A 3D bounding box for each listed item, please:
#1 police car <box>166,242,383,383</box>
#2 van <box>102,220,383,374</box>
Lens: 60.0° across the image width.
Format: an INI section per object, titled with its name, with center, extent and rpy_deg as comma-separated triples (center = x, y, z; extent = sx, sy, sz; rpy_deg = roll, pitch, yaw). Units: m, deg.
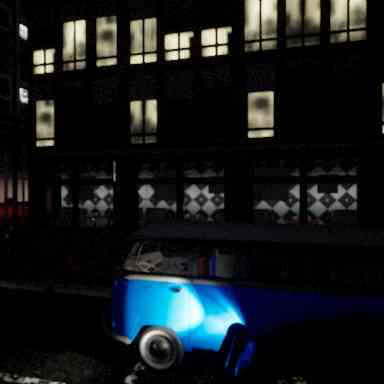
[police car]
center = 2.643, 1.418, 2.119
extent = 5.238, 1.638, 1.930
rpy_deg = 0, 0, 14
[van]
center = 0.857, 1.314, 4.424
extent = 3.998, 1.788, 1.690
rpy_deg = 0, 0, 14
